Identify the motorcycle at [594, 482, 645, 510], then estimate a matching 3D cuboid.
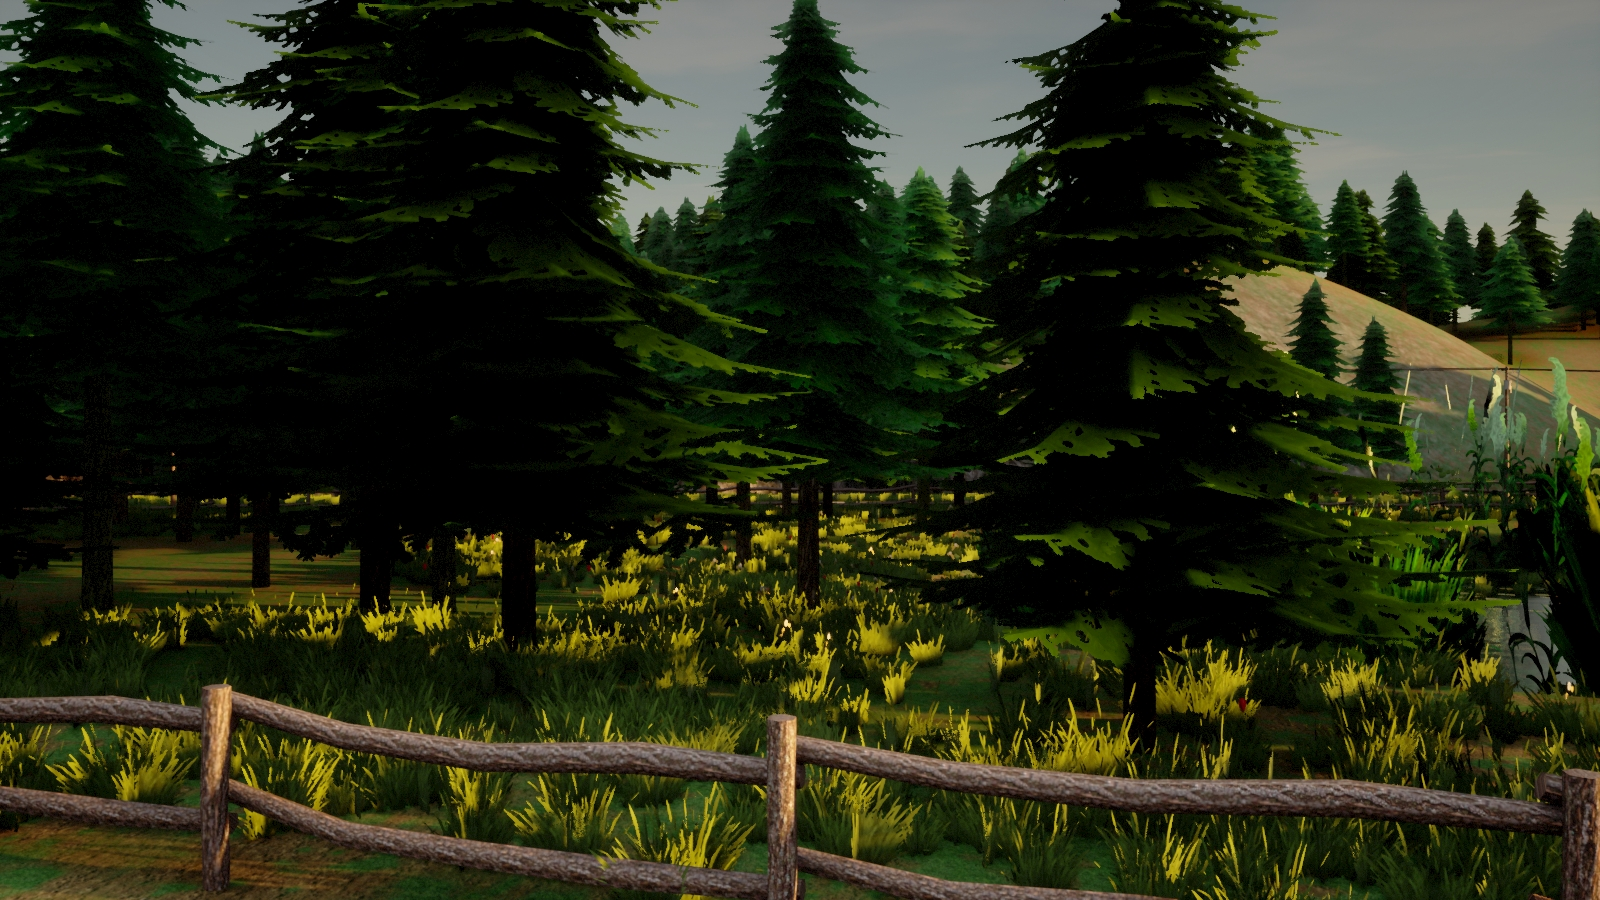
[{"bbox_3d":[-8.558,2.178,54.109,2.209,1.251,0.867,0,0,14],"label":"motorcycle"}]
